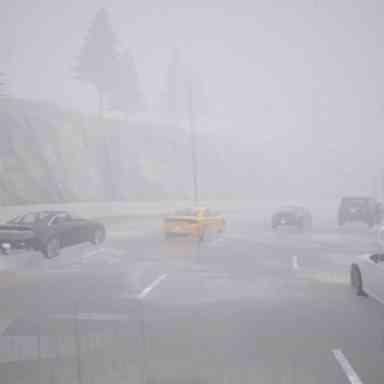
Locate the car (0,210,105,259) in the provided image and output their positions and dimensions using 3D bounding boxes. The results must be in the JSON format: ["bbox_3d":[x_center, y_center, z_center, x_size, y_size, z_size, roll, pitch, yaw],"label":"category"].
[{"bbox_3d":[-5.084,1.446,12.560,2.128,1.511,4.902,0,0,14],"label":"car"}]

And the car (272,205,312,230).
[{"bbox_3d":[6.584,1.597,21.797,1.812,1.442,4.674,0,0,30],"label":"car"}]

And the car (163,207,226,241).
[{"bbox_3d":[0.267,1.486,16.880,1.882,1.535,5.008,0,0,21],"label":"car"}]

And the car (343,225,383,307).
[{"bbox_3d":[4.262,1.569,5.650,1.812,1.442,4.674,0,0,9],"label":"car"}]

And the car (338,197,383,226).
[{"bbox_3d":[12.173,1.349,23.983,2.150,2.045,5.566,0,0,37],"label":"car"}]
